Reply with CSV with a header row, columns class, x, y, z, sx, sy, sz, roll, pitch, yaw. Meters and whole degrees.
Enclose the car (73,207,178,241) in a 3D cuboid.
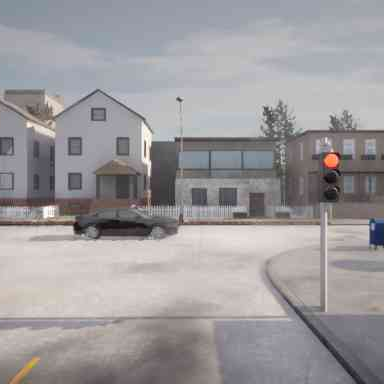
class,x,y,z,sx,sy,sz,roll,pitch,yaw
car,-3.193,1.477,16.243,5.008,1.535,1.882,0,0,0
